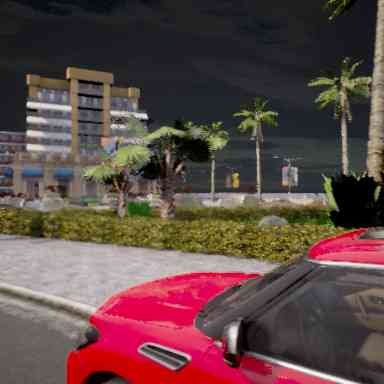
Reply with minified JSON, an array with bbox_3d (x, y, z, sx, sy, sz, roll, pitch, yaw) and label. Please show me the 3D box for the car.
[{"bbox_3d":[1.537,1.232,2.108,5.566,2.045,2.150,0,0,37],"label":"car"}]
